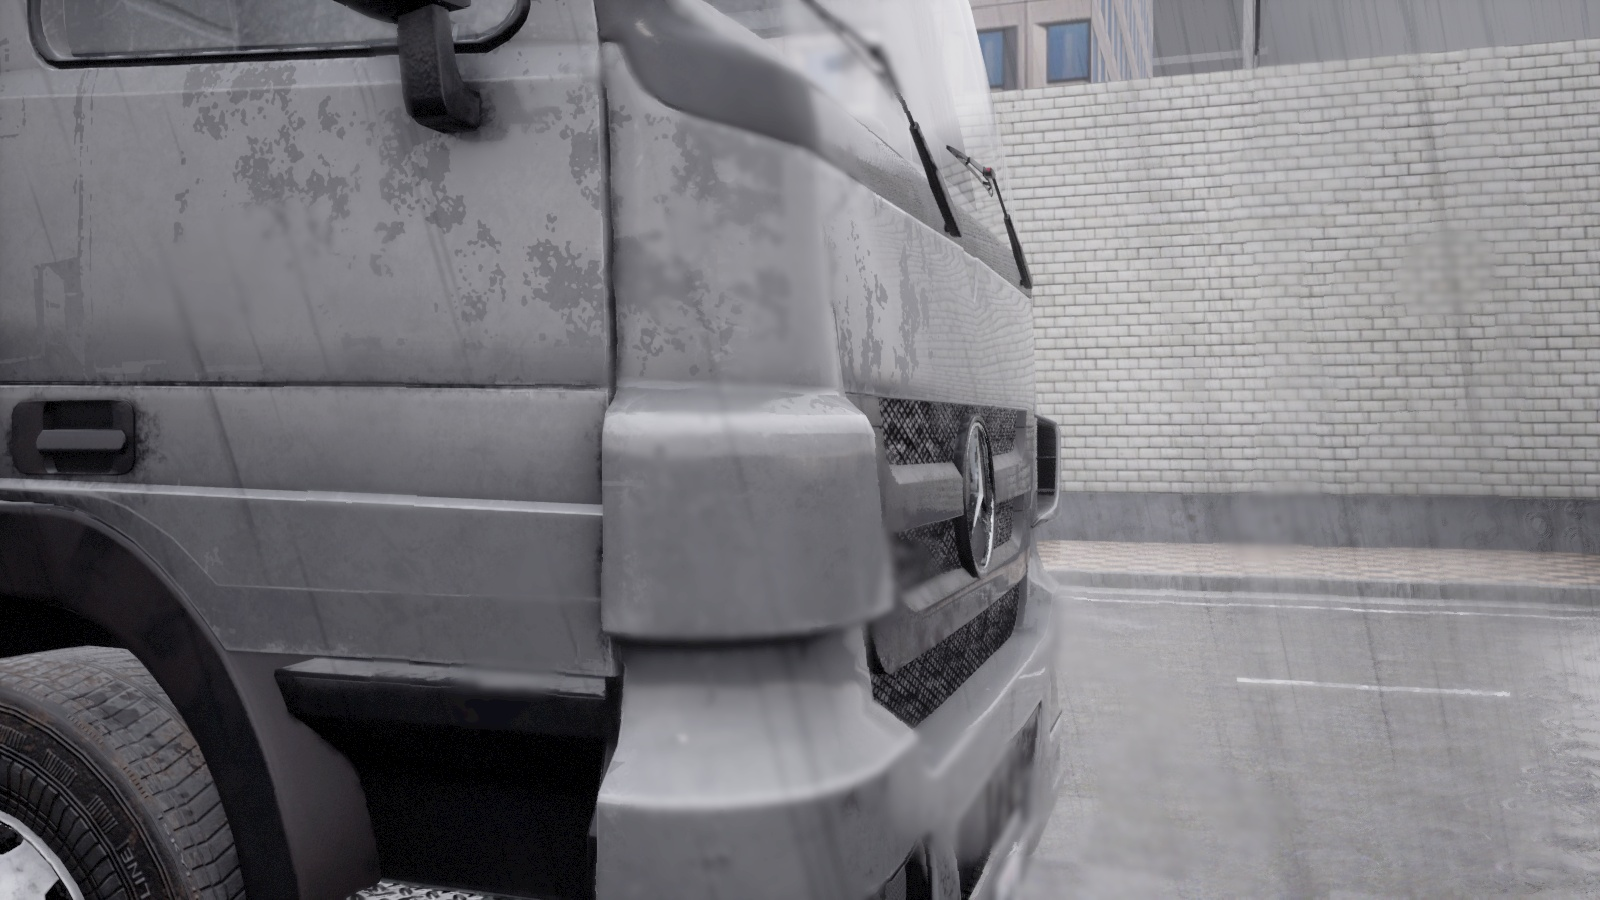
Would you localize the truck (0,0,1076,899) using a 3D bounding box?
[{"bbox_3d":[-3.267,-0.236,4.278,7.936,3.462,2.891,1,1,19],"label":"truck"}]

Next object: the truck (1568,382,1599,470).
[{"bbox_3d":[38.597,-1.039,56.281,8.468,3.827,2.891,0,1,-25],"label":"truck"}]
